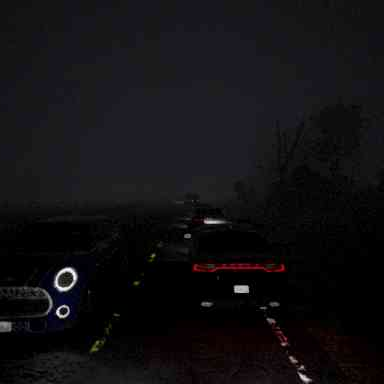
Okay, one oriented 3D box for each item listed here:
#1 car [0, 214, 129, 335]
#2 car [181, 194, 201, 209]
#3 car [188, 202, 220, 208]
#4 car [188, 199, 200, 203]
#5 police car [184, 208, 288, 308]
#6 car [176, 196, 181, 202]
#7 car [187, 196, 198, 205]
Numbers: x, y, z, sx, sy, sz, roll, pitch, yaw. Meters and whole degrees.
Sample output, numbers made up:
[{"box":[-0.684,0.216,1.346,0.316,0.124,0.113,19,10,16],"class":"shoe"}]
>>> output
[{"box":[-2.745,1.351,7.036,2.097,1.767,4.553,0,0,0],"class":"car"},{"box":[0.071,1.245,45.938,2.150,2.045,5.566,0,0,1],"class":"car"},{"box":[0.839,1.507,18.045,1.837,1.490,4.892,0,0,0],"class":"car"},{"box":[0.843,1.508,24.045,1.837,1.490,4.892,0,0,0],"class":"car"},{"box":[0.832,1.425,8.155,1.930,1.638,5.238,0,0,0],"class":"police car"},{"box":[-2.691,1.657,80.080,1.994,1.385,4.181,0,0,0],"class":"car"},{"box":[0.045,1.527,60.552,1.882,1.535,5.008,0,0,0],"class":"car"}]
